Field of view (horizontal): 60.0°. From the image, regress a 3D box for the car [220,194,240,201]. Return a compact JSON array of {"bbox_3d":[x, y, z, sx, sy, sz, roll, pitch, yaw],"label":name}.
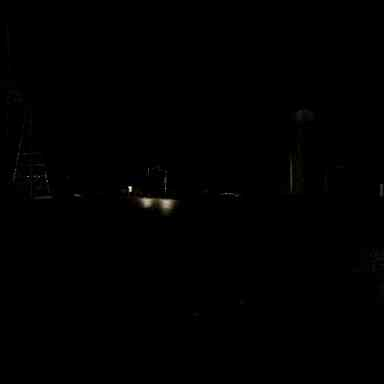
[{"bbox_3d":[7.069,1.030,62.052,1.994,1.385,4.181,-1,1,-35],"label":"car"}]
